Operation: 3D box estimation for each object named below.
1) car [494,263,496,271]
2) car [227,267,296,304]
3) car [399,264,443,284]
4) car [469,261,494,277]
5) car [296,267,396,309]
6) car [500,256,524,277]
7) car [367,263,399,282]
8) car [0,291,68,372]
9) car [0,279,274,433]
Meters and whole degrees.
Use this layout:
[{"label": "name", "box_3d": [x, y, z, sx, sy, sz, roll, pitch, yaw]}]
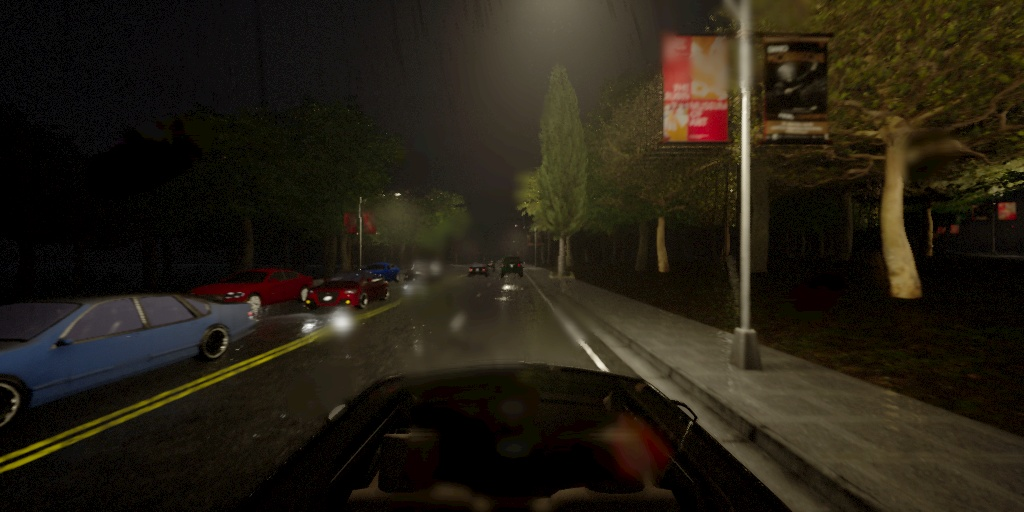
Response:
[{"label": "car", "box_3d": [-3.239, 1.369, 48.907, 2.128, 1.511, 4.902, 0, 0, 0]}, {"label": "car", "box_3d": [-9.809, 1.233, 14.007, 1.882, 1.535, 5.008, 0, 0, 0]}, {"label": "car", "box_3d": [-6.556, 1.336, 27.361, 2.033, 1.411, 5.357, 0, 0, 0]}, {"label": "car", "box_3d": [-3.257, 1.366, 36.209, 2.033, 1.411, 5.357, 0, 0, 0]}, {"label": "car", "box_3d": [-6.564, 1.321, 14.757, 1.994, 1.385, 4.181, 0, 0, 0]}, {"label": "car", "box_3d": [-0.007, 1.040, 36.243, 2.150, 2.045, 5.566, 0, 0, 0]}, {"label": "car", "box_3d": [-9.809, 1.265, 26.555, 1.882, 1.535, 5.008, 0, 0, 0]}, {"label": "car", "box_3d": [-9.797, 1.351, 4.782, 1.895, 1.301, 4.718, 0, 0, 1]}, {"label": "car", "box_3d": [-6.543, 1.297, 5.524, 2.033, 1.411, 5.357, 0, 0, 1]}]
